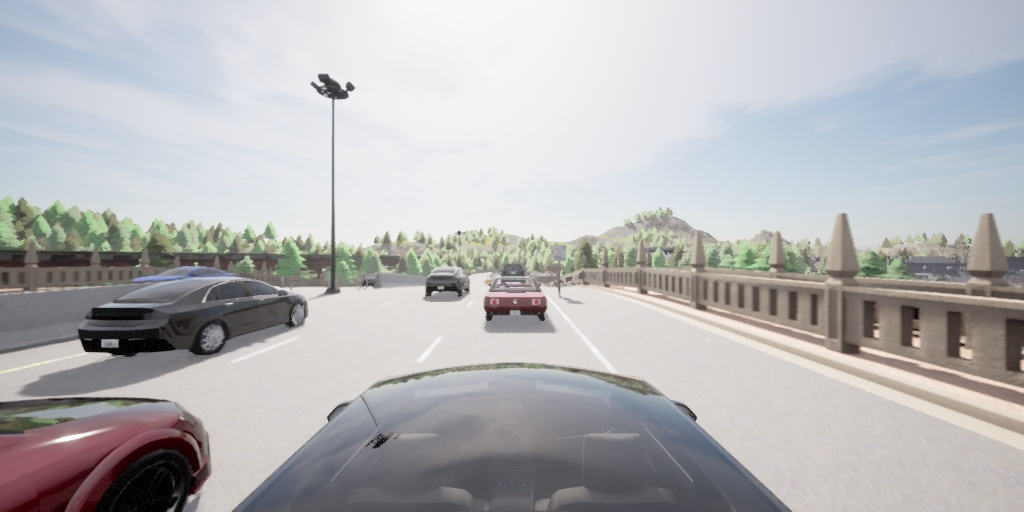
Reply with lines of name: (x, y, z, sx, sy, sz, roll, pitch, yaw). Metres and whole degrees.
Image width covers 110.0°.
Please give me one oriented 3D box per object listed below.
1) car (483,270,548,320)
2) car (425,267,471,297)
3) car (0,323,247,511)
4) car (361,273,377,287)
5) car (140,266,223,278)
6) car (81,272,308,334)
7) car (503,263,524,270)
car: (0.100, 1.352, 12.551, 1.895, 1.301, 4.718, 0, 0, 0)
car: (-3.403, 1.346, 19.560, 1.837, 1.490, 4.892, 0, -2, 0)
car: (-3.399, 1.314, 1.123, 1.994, 1.385, 4.181, 0, 0, 0)
car: (-14.002, 2.533, 37.355, 1.837, 1.490, 4.892, 0, -6, 0)
car: (-17.562, 1.320, 19.454, 1.882, 1.535, 5.008, 0, -2, 0)
car: (-6.901, 1.255, 8.577, 1.837, 1.490, 4.892, 0, 0, 0)
car: (0.098, 1.809, 32.914, 2.150, 2.045, 5.566, 0, -5, 0)
